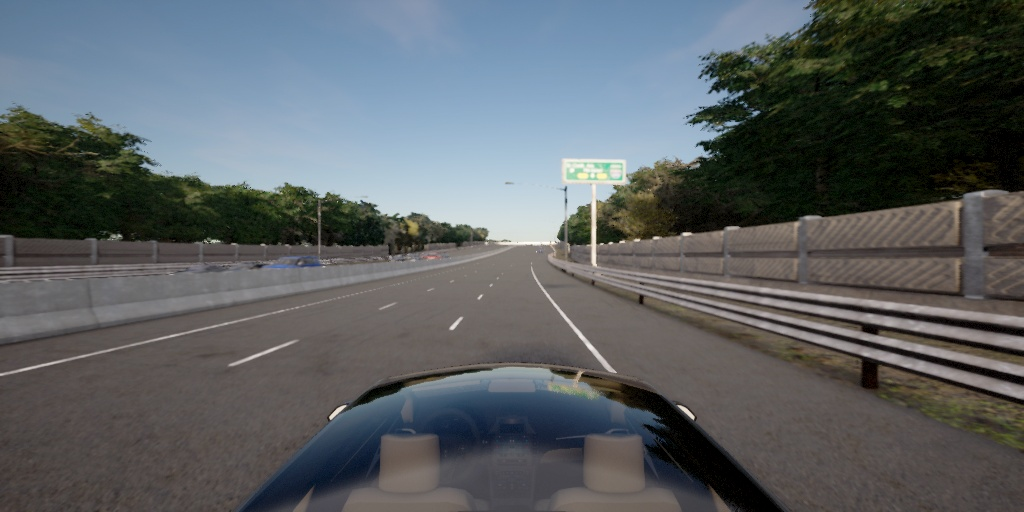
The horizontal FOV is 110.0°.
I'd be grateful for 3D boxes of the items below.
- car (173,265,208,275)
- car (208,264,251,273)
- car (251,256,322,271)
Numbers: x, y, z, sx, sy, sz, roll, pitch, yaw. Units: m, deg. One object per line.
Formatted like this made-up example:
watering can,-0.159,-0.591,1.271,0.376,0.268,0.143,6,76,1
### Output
car,-24.262,1.386,28.248,1.994,1.385,4.181,0,0,1
car,-20.764,1.328,28.248,1.837,1.490,4.892,0,0,1
car,-17.266,1.046,28.289,2.150,2.045,5.566,0,0,1
